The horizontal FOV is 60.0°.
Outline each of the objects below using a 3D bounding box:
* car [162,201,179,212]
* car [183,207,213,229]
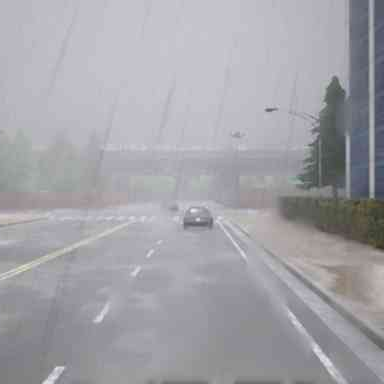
[{"bbox_3d":[-2.791,1.792,43.105,1.994,1.385,4.181,0,0,1],"label":"car"},{"bbox_3d":[0.413,1.709,22.869,1.994,1.385,4.181,0,0,1],"label":"car"}]
